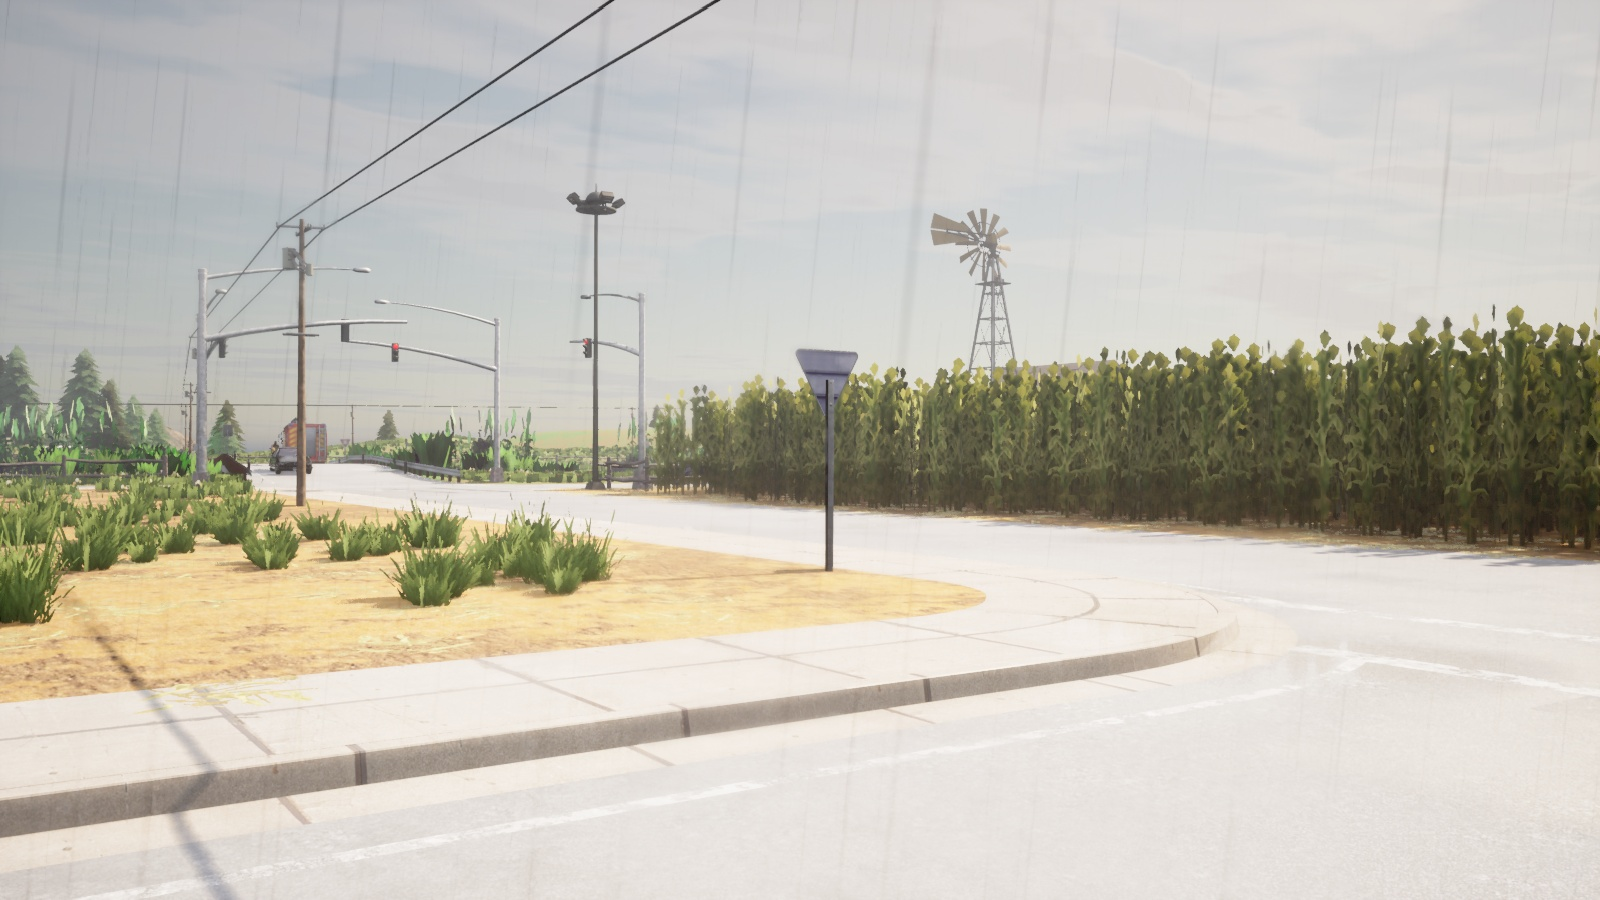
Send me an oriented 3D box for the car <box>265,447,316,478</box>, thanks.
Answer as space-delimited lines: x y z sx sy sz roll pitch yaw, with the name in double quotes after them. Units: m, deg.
-28.228 0.655 69.513 2.033 1.411 5.357 0 3 -28 "car"
